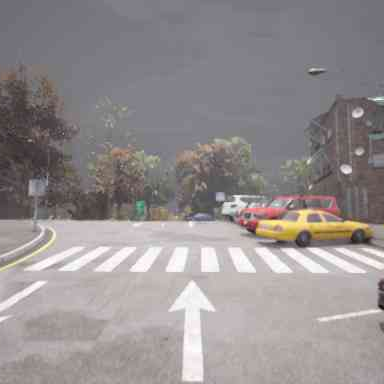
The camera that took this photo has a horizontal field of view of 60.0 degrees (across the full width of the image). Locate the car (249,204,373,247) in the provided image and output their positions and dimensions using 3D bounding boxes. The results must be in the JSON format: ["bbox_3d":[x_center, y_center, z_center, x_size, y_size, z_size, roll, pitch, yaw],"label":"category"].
[{"bbox_3d":[5.484,1.471,14.735,5.366,1.575,1.946,1,0,-20],"label":"car"}]

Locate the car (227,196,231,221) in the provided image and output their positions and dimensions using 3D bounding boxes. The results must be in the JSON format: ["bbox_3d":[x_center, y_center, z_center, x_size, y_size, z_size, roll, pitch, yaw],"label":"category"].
[{"bbox_3d":[5.244,1.376,23.759,4.553,1.767,2.185,2,-3,-21],"label":"car"}]

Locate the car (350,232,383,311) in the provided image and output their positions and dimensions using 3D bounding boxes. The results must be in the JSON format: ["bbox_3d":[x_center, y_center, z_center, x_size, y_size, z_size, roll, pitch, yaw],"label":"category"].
[{"bbox_3d":[5.320,1.521,5.615,4.674,1.452,2.002,1,0,-20],"label":"car"}]

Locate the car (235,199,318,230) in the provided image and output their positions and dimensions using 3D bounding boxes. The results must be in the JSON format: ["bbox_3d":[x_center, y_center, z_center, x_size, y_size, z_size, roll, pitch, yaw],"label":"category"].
[{"bbox_3d":[5.230,1.340,20.734,4.553,1.767,2.185,1,-1,-21],"label":"car"}]

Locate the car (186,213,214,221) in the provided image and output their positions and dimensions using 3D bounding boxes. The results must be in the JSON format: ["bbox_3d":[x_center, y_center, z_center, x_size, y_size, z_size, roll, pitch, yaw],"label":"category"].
[{"bbox_3d":[1.103,3.598,44.630,1.882,1.535,5.008,-4,-8,32],"label":"car"}]

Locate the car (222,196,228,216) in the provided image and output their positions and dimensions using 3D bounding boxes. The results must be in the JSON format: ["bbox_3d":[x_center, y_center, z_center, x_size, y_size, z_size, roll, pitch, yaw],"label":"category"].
[{"bbox_3d":[5.152,1.365,26.711,5.566,2.045,2.435,2,-5,-20],"label":"car"}]

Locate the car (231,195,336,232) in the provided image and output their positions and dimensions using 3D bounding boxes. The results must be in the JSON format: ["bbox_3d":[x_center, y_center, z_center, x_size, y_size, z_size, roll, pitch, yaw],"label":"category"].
[{"bbox_3d":[5.268,1.218,17.684,5.566,2.045,2.435,1,0,-21],"label":"car"}]
